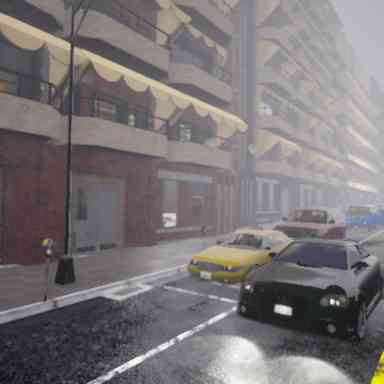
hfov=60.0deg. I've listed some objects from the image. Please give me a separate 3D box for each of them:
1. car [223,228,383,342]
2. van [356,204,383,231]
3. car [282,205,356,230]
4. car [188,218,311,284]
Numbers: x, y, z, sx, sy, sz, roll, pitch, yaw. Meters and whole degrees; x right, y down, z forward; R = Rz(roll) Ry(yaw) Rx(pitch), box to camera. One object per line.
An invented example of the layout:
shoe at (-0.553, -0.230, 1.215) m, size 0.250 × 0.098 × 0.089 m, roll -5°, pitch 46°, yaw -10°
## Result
car at (2.632, 1.695, 6.819) m, size 1.994 × 1.385 × 4.181 m, roll -1°, pitch -1°, yaw 37°
van at (11.951, 1.780, 23.269) m, size 1.690 × 1.788 × 3.998 m, roll 1°, pitch 0°, yaw 37°
car at (5.256, 1.590, 14.469) m, size 2.192 × 1.841 × 5.009 m, roll 1°, pitch 0°, yaw 37°
car at (1.800, 1.719, 9.931) m, size 1.752 × 1.417 × 4.829 m, roll 1°, pitch 0°, yaw 37°
